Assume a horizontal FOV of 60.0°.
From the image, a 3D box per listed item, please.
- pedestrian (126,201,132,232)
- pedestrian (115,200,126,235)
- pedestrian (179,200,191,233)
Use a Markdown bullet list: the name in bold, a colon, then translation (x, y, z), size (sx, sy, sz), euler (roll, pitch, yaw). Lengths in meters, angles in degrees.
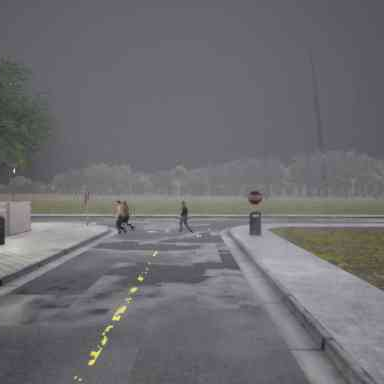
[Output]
- **pedestrian**: translation (-3.697, 1.294, 18.549), size (0.375, 1.860, 0.375), euler (0, 0, 0)
- **pedestrian**: translation (-3.792, 1.294, 17.350), size (0.375, 1.860, 0.375), euler (0, 0, 0)
- **pedestrian**: translation (-0.374, 1.294, 17.933), size (0.375, 1.860, 0.375), euler (0, 0, 0)
